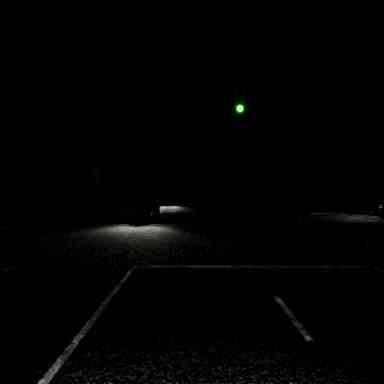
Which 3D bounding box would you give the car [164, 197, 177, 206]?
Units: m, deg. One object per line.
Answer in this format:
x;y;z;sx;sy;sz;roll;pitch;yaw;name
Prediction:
-3.289;1.350;49.583;1.895;1.301;4.718;0;0;0;car

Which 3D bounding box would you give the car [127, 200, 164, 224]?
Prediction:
-3.399;1.364;24.195;1.882;1.535;5.008;0;0;0;car

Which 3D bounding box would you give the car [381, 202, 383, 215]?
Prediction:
18.222;1.099;25.807;5.566;2.045;2.150;0;0;-3;car

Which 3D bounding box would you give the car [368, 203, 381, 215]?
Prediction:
18.011;1.215;29.301;4.553;1.767;2.097;0;0;-3;car
